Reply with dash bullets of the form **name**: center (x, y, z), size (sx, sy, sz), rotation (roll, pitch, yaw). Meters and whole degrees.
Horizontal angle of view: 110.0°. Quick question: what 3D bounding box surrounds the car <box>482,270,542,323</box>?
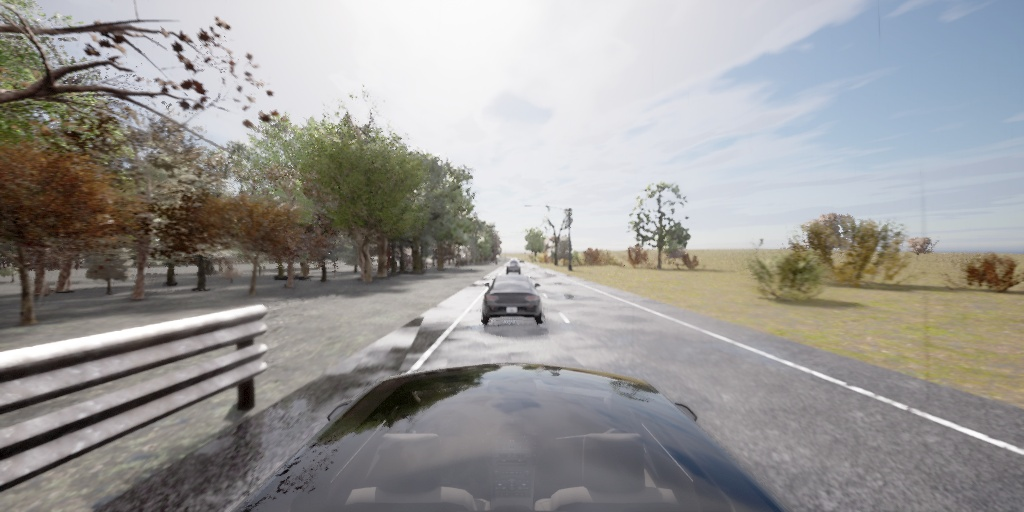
- **car**: center (0.007, 1.368, 12.366), size (1.812, 1.442, 4.674), rotation (0, 0, 0)

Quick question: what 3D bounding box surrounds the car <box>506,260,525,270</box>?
- **car**: center (0.195, 1.604, 45.627), size (2.128, 1.511, 4.902), rotation (0, 0, 0)
